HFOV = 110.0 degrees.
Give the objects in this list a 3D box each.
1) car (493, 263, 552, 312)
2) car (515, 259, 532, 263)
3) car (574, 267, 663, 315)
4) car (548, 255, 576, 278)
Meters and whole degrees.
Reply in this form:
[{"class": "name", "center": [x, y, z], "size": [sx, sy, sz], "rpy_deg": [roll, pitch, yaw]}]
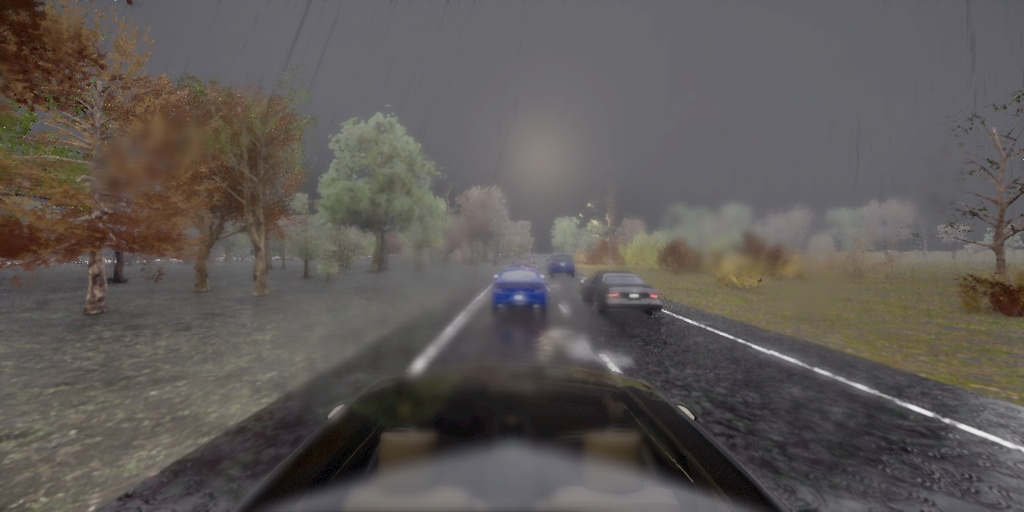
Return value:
[{"class": "car", "center": [0.353, 1.207, 14.160], "size": [1.882, 1.535, 5.008], "rpy_deg": [0, 0, 2]}, {"class": "car", "center": [1.116, 1.049, 33.487], "size": [2.097, 1.767, 4.553], "rpy_deg": [0, 0, 3]}, {"class": "car", "center": [3.827, 1.281, 13.409], "size": [2.033, 1.411, 5.357], "rpy_deg": [0, 0, 2]}, {"class": "car", "center": [4.583, 0.922, 32.788], "size": [2.150, 2.045, 5.566], "rpy_deg": [0, 0, 3]}]
